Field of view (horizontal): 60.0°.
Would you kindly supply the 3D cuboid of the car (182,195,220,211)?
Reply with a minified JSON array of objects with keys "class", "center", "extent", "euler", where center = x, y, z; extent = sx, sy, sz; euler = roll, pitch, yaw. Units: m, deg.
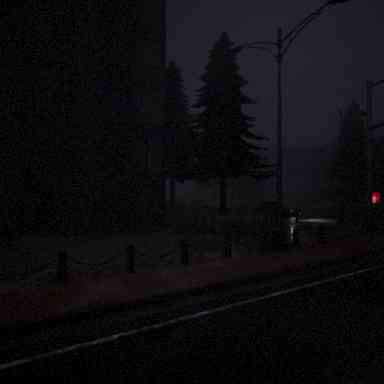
[{"class":"car","center":[1.354,1.493,37.674],"extent":[1.882,1.535,5.008],"euler":[0,0,-37]}]

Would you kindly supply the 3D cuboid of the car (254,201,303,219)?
[{"class":"car","center":[7.558,1.541,29.486],"extent":[1.812,1.442,4.674],"euler":[0,0,-38]}]

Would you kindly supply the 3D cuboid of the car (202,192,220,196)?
[{"class":"car","center":[5.199,1.112,92.455],"extent":[1.932,1.855,4.605],"euler":[0,0,-37]}]

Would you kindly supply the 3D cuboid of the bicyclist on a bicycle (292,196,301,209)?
[{"class":"bicyclist on a bicycle","center":[11.496,1.316,36.649],"extent":[1.656,1.620,0.582],"euler":[0,0,-37]}]

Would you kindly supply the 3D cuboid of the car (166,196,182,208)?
[{"class":"car","center":[-2.636,1.616,49.074],"extent":[1.895,1.301,4.718],"euler":[0,0,-37]}]

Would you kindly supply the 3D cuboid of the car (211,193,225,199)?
[{"class":"car","center":[7.287,1.092,94.517],"extent":[1.905,1.878,3.866],"euler":[0,0,-37]}]
